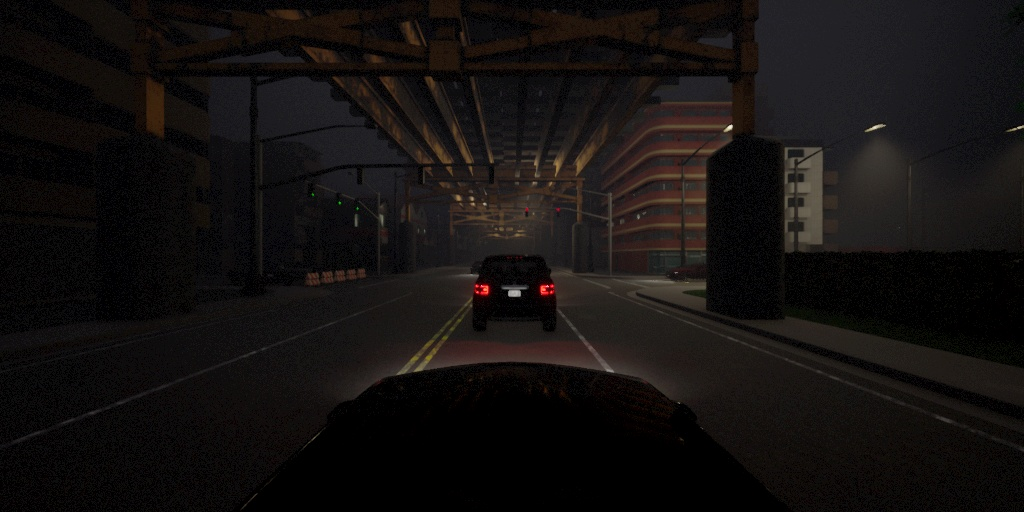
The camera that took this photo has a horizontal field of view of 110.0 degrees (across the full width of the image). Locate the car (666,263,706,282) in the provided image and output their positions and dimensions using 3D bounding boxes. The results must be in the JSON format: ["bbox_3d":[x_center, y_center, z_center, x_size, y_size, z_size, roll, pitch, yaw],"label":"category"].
[{"bbox_3d":[14.566,1.262,28.064,4.674,1.442,1.812,0,0,0],"label":"car"}]

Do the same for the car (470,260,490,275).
[{"bbox_3d":[-3.569,1.256,40.689,1.812,1.442,4.674,0,0,0],"label":"car"}]

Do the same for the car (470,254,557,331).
[{"bbox_3d":[0.076,0.967,11.054,2.150,2.045,5.566,0,0,0],"label":"car"}]
